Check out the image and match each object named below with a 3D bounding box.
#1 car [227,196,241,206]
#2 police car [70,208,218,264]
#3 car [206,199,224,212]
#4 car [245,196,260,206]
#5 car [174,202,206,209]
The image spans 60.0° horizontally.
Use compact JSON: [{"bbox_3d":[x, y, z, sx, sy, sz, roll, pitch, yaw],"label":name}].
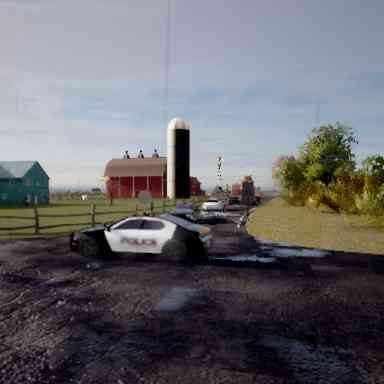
[{"bbox_3d":[7.092,1.490,55.964,1.837,1.490,4.892,0,0,16],"label":"car"},{"bbox_3d":[-1.794,1.508,11.653,4.974,1.542,2.038,0,0,14],"label":"police car"},{"bbox_3d":[2.472,1.509,38.981,1.812,1.442,4.674,0,0,14],"label":"car"},{"bbox_3d":[10.090,1.517,56.339,1.812,1.442,4.674,0,0,15],"label":"car"},{"bbox_3d":[-0.472,1.536,25.568,2.033,1.411,5.357,0,0,10],"label":"car"}]
